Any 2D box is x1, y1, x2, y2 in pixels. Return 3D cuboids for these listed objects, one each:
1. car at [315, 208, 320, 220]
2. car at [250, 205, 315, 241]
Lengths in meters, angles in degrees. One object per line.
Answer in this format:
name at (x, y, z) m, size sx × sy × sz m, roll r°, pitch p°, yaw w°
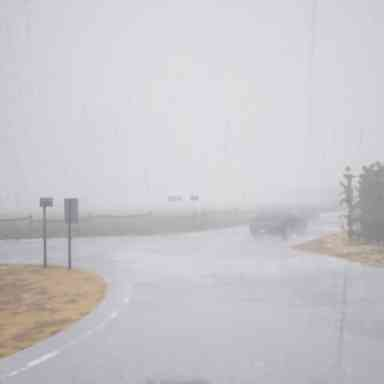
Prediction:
car at (9.028, 1.774, 28.069) m, size 2.033 × 1.411 × 5.357 m, roll -2°, pitch -1°, yaw 41°
car at (4.776, 1.672, 18.048) m, size 2.128 × 1.511 × 4.902 m, roll -2°, pitch -1°, yaw 34°
